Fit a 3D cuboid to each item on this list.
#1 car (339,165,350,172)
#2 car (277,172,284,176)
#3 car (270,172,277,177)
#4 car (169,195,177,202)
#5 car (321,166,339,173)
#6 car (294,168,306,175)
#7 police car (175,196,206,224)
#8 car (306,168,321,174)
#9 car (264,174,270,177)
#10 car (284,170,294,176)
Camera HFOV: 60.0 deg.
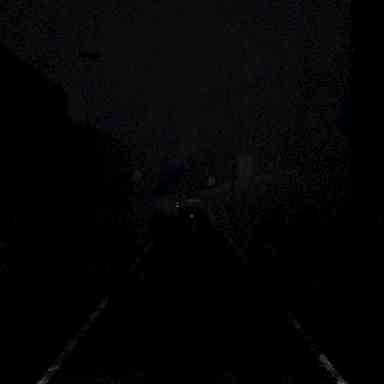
[{"bbox_3d":[25.045,-3.556,50.332,2.231,1.521,4.892,0,1,-9],"label":"car"},{"bbox_3d":[22.099,-4.130,77.899,2.002,1.452,4.674,0,1,-2],"label":"car"},{"bbox_3d":[21.866,-4.287,83.440,2.231,1.521,4.892,0,1,-1],"label":"car"},{"bbox_3d":[-3.782,1.398,69.162,1.812,1.442,4.674,0,-1,-2],"label":"car"},{"bbox_3d":[24.241,-3.638,55.693,2.002,1.452,4.674,0,1,-7],"label":"car"},{"bbox_3d":[22.919,-4.051,66.856,2.185,1.767,4.553,0,1,-5],"label":"car"},{"bbox_3d":[0.021,1.334,24.032,1.930,1.638,5.238,0,0,0],"label":"police car"},{"bbox_3d":[23.539,-3.770,61.166,2.163,1.488,4.792,0,1,-6],"label":"car"},{"bbox_3d":[21.738,-4.387,88.957,2.231,1.521,4.892,0,1,-1],"label":"car"},{"bbox_3d":[22.451,-4.048,72.362,2.097,1.535,5.008,0,1,-4],"label":"car"}]
